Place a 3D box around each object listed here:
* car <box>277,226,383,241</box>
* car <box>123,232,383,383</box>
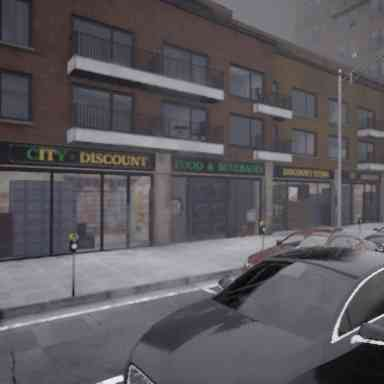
[{"bbox_3d":[3.158,1.624,8.430,4.206,1.307,1.802,0,0,-35],"label":"car"},{"bbox_3d":[1.587,1.524,4.073,4.892,1.490,1.837,0,0,-35],"label":"car"}]
